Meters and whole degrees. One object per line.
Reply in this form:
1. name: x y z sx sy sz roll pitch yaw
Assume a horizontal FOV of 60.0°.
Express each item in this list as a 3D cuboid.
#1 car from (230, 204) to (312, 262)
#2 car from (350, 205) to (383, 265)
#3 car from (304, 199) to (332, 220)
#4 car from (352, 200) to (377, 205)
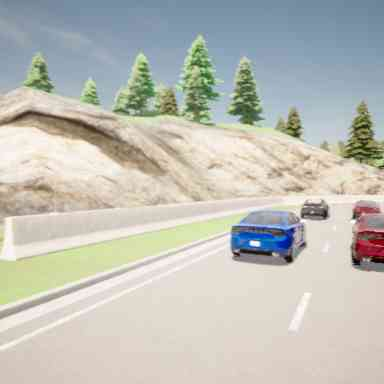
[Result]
1. car: 2.925 1.357 11.930 1.882 1.535 5.008 1 0 26
2. car: 6.324 1.410 10.920 1.882 1.535 5.008 1 1 26
3. car: 9.864 1.273 26.338 2.128 1.511 4.902 1 1 27
4. car: 13.464 1.357 25.708 1.812 1.442 4.674 1 1 27
